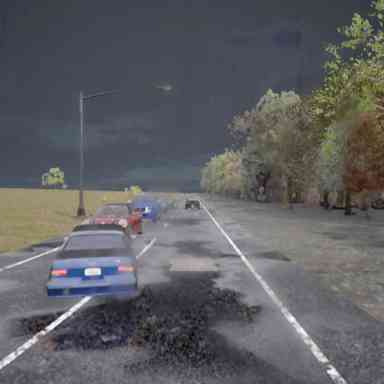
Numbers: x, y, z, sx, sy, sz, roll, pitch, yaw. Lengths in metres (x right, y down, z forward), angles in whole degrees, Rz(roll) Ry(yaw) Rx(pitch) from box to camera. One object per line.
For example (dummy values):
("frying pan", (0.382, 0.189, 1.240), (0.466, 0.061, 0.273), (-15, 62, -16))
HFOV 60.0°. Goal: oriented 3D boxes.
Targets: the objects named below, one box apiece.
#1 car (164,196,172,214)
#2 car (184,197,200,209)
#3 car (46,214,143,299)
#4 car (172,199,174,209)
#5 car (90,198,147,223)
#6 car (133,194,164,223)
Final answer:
("car", (-3.593, 1.336, 35.567), (2.097, 1.767, 4.553), (0, 0, 0))
("car", (0.058, 1.483, 43.701), (1.837, 1.490, 4.892), (0, 0, -1))
("car", (-2.429, 1.545, 8.692), (2.033, 1.411, 5.357), (0, 0, -13))
("car", (-3.592, 1.328, 45.573), (2.097, 1.767, 4.553), (0, 0, 0))
("car", (-3.671, 1.347, 15.897), (2.097, 1.767, 4.553), (0, 0, 1))
("car", (-3.604, 1.212, 25.562), (2.150, 2.045, 5.566), (0, 0, -1))
